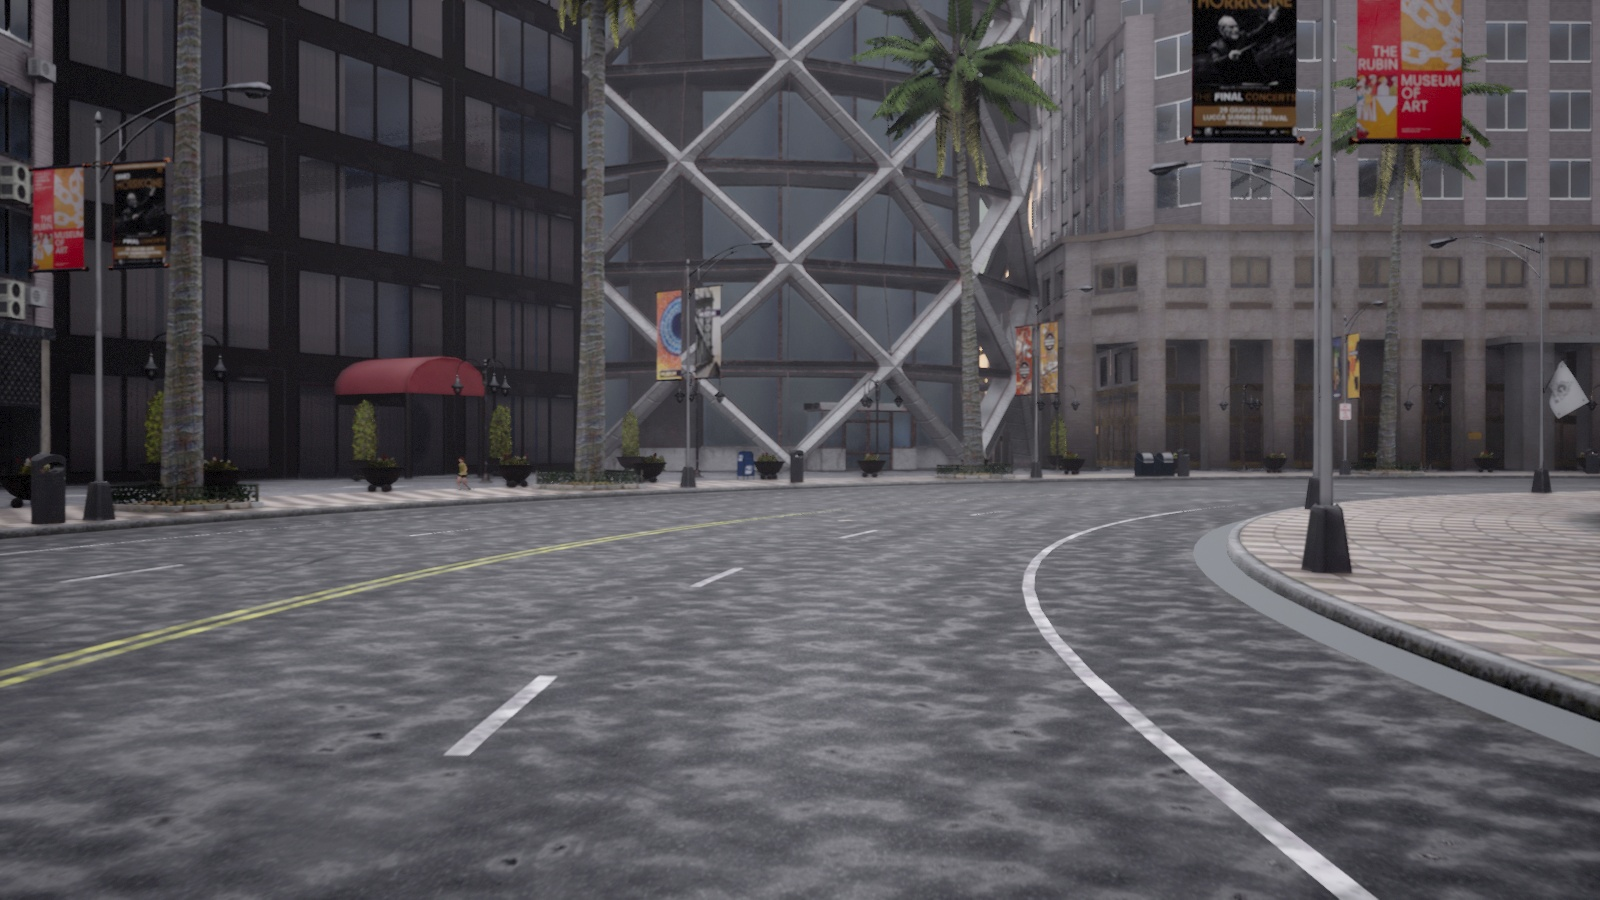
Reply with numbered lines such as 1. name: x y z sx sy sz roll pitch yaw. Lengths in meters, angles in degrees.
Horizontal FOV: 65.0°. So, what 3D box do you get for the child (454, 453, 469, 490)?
1. child: -10.335 0.661 38.327 0.255 1.110 0.394 0 0 24
